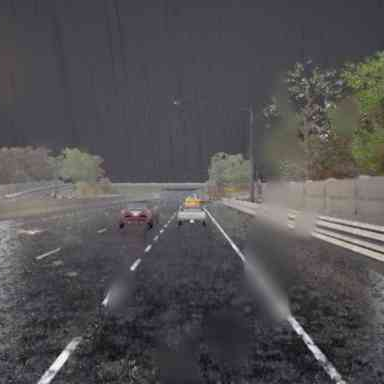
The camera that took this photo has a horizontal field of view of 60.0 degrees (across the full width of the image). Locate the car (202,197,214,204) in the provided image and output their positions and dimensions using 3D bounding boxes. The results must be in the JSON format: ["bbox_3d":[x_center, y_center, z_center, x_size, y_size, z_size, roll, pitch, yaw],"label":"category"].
[{"bbox_3d":[3.176,1.760,68.638,1.994,1.385,4.181,1,-2,15],"label":"car"}]

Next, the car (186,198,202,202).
[{"bbox_3d":[0.134,1.534,48.292,1.882,1.535,5.008,0,0,2],"label":"car"}]

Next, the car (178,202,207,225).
[{"bbox_3d":[0.003,1.621,24.299,1.895,1.301,4.718,0,0,0],"label":"car"}]

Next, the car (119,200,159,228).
[{"bbox_3d":[-3.399,1.369,22.186,2.097,1.767,4.553,0,0,0],"label":"car"}]
